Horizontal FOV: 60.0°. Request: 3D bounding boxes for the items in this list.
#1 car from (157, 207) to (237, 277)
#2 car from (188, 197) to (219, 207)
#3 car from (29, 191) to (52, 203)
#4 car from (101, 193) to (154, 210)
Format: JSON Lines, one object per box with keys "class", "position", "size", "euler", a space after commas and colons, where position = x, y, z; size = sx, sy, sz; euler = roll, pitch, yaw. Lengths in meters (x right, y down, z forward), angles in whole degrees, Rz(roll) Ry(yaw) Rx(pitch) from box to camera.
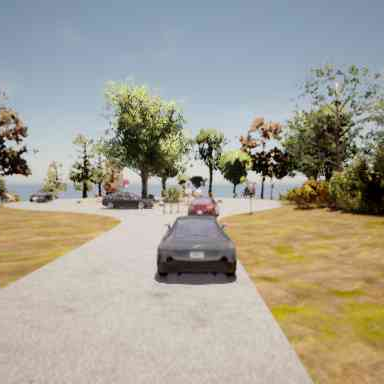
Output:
{"class": "car", "position": [0.118, 1.364, 9.619], "size": [1.994, 1.385, 4.181], "euler": [0, 1, 0]}
{"class": "car", "position": [0.835, 1.056, 22.885], "size": [1.812, 1.442, 4.674], "euler": [0, 1, 9]}
{"class": "car", "position": [-19.277, 0.623, 42.427], "size": [2.128, 1.511, 4.902], "euler": [-1, 1, -9]}
{"class": "car", "position": [-6.047, 0.857, 31.381], "size": [4.892, 1.490, 1.837], "euler": [2, 2, 5]}
